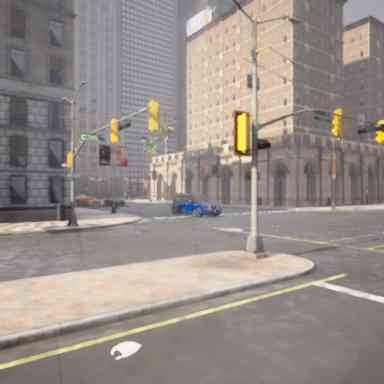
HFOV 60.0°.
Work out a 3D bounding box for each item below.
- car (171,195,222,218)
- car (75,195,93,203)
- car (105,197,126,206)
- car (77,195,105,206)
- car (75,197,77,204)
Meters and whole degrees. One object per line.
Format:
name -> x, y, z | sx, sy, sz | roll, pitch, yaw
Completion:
car -> 0.283, 1.284, 30.256 | 2.150, 2.045, 5.566 | 0, 0, -37
car -> -21.849, 1.359, 67.167 | 1.882, 1.535, 5.008 | 0, 0, -35
car -> -12.538, 1.519, 53.865 | 2.033, 1.411, 5.357 | 0, 0, -35
car -> -16.062, 1.328, 52.792 | 2.097, 1.767, 4.553 | 0, 0, -35
car -> -18.623, 1.499, 56.561 | 1.812, 1.442, 4.674 | 0, 0, -35
